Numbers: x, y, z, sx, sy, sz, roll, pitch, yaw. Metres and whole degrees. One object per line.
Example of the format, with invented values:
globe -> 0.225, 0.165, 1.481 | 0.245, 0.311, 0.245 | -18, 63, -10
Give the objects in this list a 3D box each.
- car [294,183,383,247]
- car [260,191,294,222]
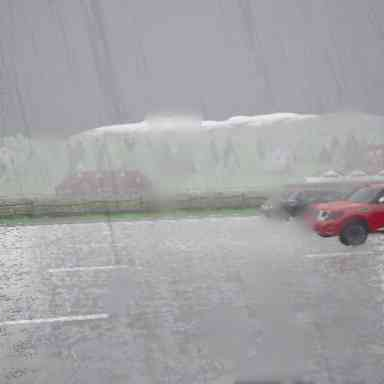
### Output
car -> 6.911, 0.687, 12.022 | 5.566, 2.045, 2.150 | -2, 1, -6
car -> 6.200, 0.663, 18.988 | 4.553, 1.767, 2.097 | -2, 1, -6
